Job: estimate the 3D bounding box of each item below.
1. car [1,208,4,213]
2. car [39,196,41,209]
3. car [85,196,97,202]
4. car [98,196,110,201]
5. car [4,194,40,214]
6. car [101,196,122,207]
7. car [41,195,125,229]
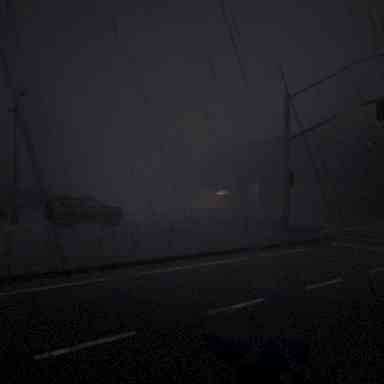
[{"bbox_3d":[-21.223,1.457,41.501,3.806,1.475,1.970,1,0,-35],"label":"car"},{"bbox_3d":[-8.189,1.217,23.138,3.866,1.878,1.905,1,0,-35],"label":"car"},{"bbox_3d":[-27.279,1.826,89.858,1.994,1.385,4.181,1,0,-34],"label":"car"},{"bbox_3d":[-24.371,1.806,91.806,1.837,1.490,4.892,1,0,-34],"label":"car"},{"bbox_3d":[-19.558,1.217,39.133,3.866,1.878,1.905,1,0,-35],"label":"car"},{"bbox_3d":[-14.006,1.552,57.479,2.097,1.767,4.553,1,0,-34],"label":"car"},{"bbox_3d":[-6.561,1.214,20.745,4.605,1.855,1.932,1,0,-35],"label":"car"}]
